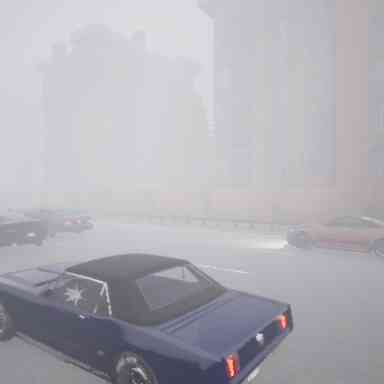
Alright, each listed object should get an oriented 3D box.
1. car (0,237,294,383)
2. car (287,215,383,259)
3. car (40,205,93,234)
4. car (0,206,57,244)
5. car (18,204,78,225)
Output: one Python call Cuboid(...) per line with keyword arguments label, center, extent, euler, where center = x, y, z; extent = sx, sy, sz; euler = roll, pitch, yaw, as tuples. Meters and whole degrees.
Cuboid(label="car", center=(-1.145, 1.600, 4.811), extent=(4.718, 1.301, 1.895), euler=(0, 0, 36))
Cuboid(label="car", center=(5.853, 1.564, 12.718), extent=(4.181, 1.385, 1.994), euler=(0, 0, 36))
Cuboid(label="car", center=(-7.680, 1.547, 18.093), extent=(5.357, 1.411, 2.033), euler=(0, 0, 35))
Cuboid(label="car", center=(-8.121, 1.477, 14.098), extent=(5.008, 1.535, 1.882), euler=(0, 0, 36))
Cuboid(label="car", center=(-10.660, 1.601, 24.514), extent=(4.718, 1.301, 1.895), euler=(0, 0, 36))
